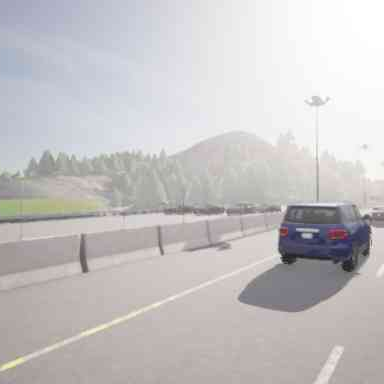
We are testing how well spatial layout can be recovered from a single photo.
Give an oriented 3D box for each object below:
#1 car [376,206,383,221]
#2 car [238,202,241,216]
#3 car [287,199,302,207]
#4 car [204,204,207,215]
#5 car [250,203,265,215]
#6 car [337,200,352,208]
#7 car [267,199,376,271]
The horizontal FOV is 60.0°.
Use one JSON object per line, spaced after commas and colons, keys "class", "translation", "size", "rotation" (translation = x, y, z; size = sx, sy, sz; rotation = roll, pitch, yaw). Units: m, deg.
{"class": "car", "translation": [15.765, 1.851, 27.566], "size": [2.033, 1.411, 5.357], "rotation": [0, -1, 35]}
{"class": "car", "translation": [5.567, 1.921, 37.772], "size": [1.837, 1.490, 4.892], "rotation": [0, -1, 35]}
{"class": "car", "translation": [23.401, 2.425, 75.817], "size": [2.097, 1.767, 4.553], "rotation": [0, -2, 35]}
{"class": "car", "translation": [1.976, 2.027, 38.730], "size": [1.895, 1.301, 4.718], "rotation": [0, -1, 35]}
{"class": "car", "translation": [7.691, 1.873, 34.688], "size": [2.128, 1.511, 4.902], "rotation": [0, -1, 35]}
{"class": "car", "translation": [32.029, 2.481, 69.832], "size": [1.882, 1.535, 5.008], "rotation": [0, -2, 35]}
{"class": "car", "translation": [4.832, 1.354, 11.736], "size": [2.150, 2.045, 5.566], "rotation": [0, 0, 35]}
